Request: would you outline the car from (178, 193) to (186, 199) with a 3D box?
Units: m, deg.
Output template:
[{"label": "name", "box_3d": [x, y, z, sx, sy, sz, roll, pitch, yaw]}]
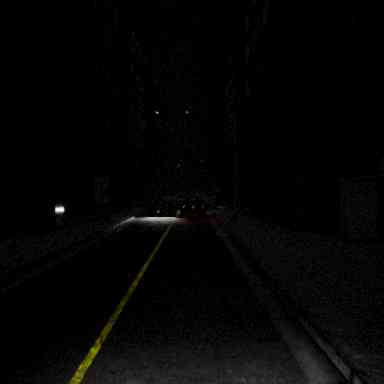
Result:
[{"label": "car", "box_3d": [-2.760, 1.103, 90.416, 2.033, 1.411, 5.357, 0, 0, 0]}]

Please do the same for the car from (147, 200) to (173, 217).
[{"label": "car", "box_3d": [-2.791, 1.438, 29.724, 1.994, 1.385, 4.181, 0, 0, 1]}]

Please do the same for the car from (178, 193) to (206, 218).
[{"label": "car", "box_3d": [0.074, 1.229, 29.300, 2.097, 1.767, 4.553, 0, 1, -1]}]
